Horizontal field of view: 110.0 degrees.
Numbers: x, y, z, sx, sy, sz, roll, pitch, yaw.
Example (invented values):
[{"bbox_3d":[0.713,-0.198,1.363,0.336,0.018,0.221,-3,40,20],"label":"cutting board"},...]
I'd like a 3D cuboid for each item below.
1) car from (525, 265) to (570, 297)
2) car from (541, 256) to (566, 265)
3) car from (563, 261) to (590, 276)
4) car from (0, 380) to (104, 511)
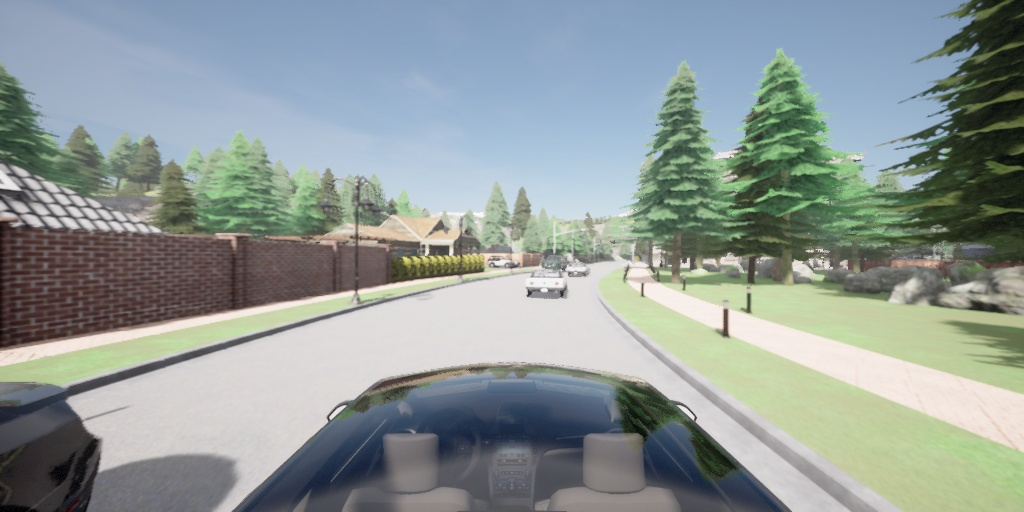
[{"bbox_3d":[1.945,1.341,19.149,1.895,1.301,4.718,0,0,11],"label":"car"},{"bbox_3d":[5.085,0.954,42.808,2.150,2.045,5.566,0,0,19],"label":"car"},{"bbox_3d":[6.805,1.349,36.424,1.895,1.301,4.718,0,0,19],"label":"car"},{"bbox_3d":[-3.460,1.236,0.129,1.837,1.490,4.892,0,0,0],"label":"car"}]
